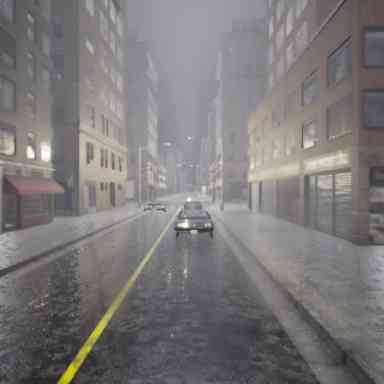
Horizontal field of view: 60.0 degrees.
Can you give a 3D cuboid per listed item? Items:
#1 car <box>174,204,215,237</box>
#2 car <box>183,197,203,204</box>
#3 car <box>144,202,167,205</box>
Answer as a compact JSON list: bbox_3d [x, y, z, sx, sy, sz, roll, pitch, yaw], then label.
[{"bbox_3d":[0.105,1.513,17.319,1.895,1.301,4.718,0,0,0],"label":"car"},{"bbox_3d":[0.110,1.310,34.578,2.128,1.511,4.902,0,0,0],"label":"car"},{"bbox_3d":[-2.991,1.063,28.420,1.895,1.301,4.718,0,0,0],"label":"car"}]
